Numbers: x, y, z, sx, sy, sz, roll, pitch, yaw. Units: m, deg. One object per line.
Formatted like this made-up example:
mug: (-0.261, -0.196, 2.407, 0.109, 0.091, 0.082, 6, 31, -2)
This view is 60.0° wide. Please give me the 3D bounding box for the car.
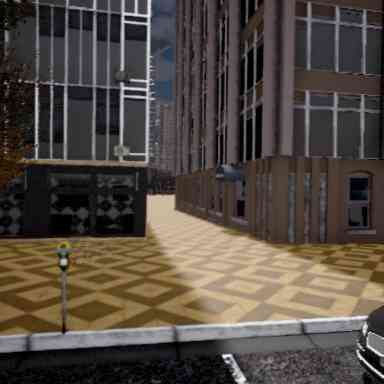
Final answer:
car: (4.150, 1.585, 3.820, 4.403, 1.369, 2.008, 1, 0, -11)
